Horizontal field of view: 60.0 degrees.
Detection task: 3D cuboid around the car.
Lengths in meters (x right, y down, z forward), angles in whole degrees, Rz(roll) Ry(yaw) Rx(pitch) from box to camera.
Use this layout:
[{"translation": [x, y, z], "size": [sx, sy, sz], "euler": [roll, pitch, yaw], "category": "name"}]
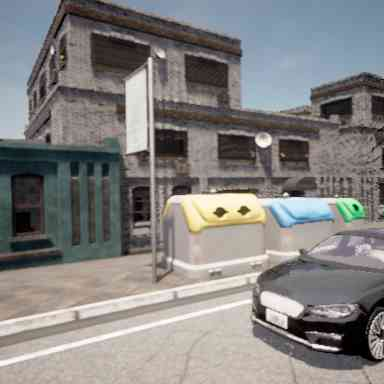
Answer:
[{"translation": [3.205, 1.444, 5.856], "size": [4.902, 1.511, 2.128], "euler": [0, 0, -33], "category": "car"}]
